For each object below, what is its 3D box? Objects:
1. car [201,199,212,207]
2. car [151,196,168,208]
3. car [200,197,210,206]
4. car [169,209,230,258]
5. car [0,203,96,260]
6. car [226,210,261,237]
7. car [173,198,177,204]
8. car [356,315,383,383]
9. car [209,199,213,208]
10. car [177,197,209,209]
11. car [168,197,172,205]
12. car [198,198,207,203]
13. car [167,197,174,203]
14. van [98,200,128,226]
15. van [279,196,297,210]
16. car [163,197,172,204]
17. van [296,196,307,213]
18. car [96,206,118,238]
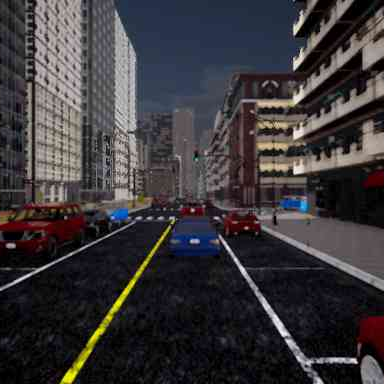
[{"bbox_3d":[2.620,1.943,61.972,1.887,1.381,4.507,0,0,0],"label":"car"},{"bbox_3d":[-5.755,1.676,56.438,2.192,1.841,5.009,0,0,0],"label":"car"},{"bbox_3d":[2.613,1.877,67.500,1.967,1.590,4.097,0,0,0],"label":"car"},{"bbox_3d":[0.088,1.624,13.057,2.033,1.411,5.357,0,0,0],"label":"car"},{"bbox_3d":[-5.708,1.392,13.002,2.192,1.841,5.009,0,0,0],"label":"car"},{"bbox_3d":[2.667,1.656,18.532,1.887,1.381,4.507,0,0,0],"label":"car"},{"bbox_3d":[-3.079,2.019,75.439,1.812,1.442,4.674,0,0,0],"label":"car"},{"bbox_3d":[2.685,1.557,1.964,1.887,1.381,4.507,0,0,0],"label":"car"},{"bbox_3d":[2.626,1.905,56.445,1.887,1.381,4.507,0,0,0],"label":"car"},{"bbox_3d":[0.070,1.524,28.258,2.097,1.767,4.553,0,0,0],"label":"car"},{"bbox_3d":[-5.766,1.982,67.491,1.887,1.381,4.507,0,0,0],"label":"car"},{"bbox_3d":[2.596,2.125,84.082,1.947,1.339,4.313,0,0,0],"label":"car"},{"bbox_3d":[-5.790,2.125,89.431,1.752,1.417,4.829,0,0,0],"label":"car"},{"bbox_3d":[-5.720,1.486,24.048,1.690,1.788,3.998,0,0,0],"label":"van"},{"bbox_3d":[13.662,1.385,44.015,3.998,1.788,1.690,-1,1,0],"label":"van"},{"bbox_3d":[-5.779,1.958,78.547,1.967,1.590,4.097,0,0,0],"label":"car"},{"bbox_3d":[13.693,1.371,35.635,3.998,1.788,1.690,-1,1,0],"label":"van"},{"bbox_3d":[-5.713,1.677,18.524,1.947,1.339,4.313,0,0,0],"label":"car"}]
